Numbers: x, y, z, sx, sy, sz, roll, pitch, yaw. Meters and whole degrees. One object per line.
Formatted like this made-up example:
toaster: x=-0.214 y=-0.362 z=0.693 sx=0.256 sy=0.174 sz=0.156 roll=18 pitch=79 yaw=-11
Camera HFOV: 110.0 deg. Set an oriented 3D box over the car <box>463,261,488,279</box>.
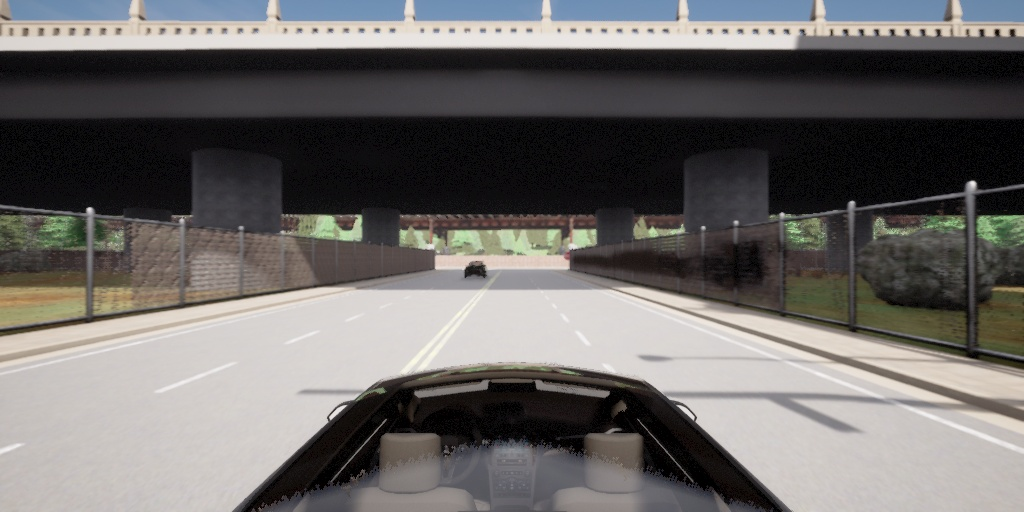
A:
car: x=-3.506 y=1.235 z=35.370 sx=2.097 sy=1.767 sz=4.553 roll=0 pitch=-1 yaw=0
